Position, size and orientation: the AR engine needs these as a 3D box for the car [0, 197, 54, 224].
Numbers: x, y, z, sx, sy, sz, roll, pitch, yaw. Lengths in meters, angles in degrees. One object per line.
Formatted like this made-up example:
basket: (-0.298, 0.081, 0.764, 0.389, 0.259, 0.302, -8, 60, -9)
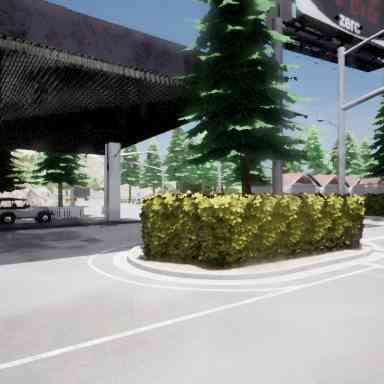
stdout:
car: (-11.956, 1.313, 23.490, 3.866, 1.878, 1.905, 0, 0, -36)
